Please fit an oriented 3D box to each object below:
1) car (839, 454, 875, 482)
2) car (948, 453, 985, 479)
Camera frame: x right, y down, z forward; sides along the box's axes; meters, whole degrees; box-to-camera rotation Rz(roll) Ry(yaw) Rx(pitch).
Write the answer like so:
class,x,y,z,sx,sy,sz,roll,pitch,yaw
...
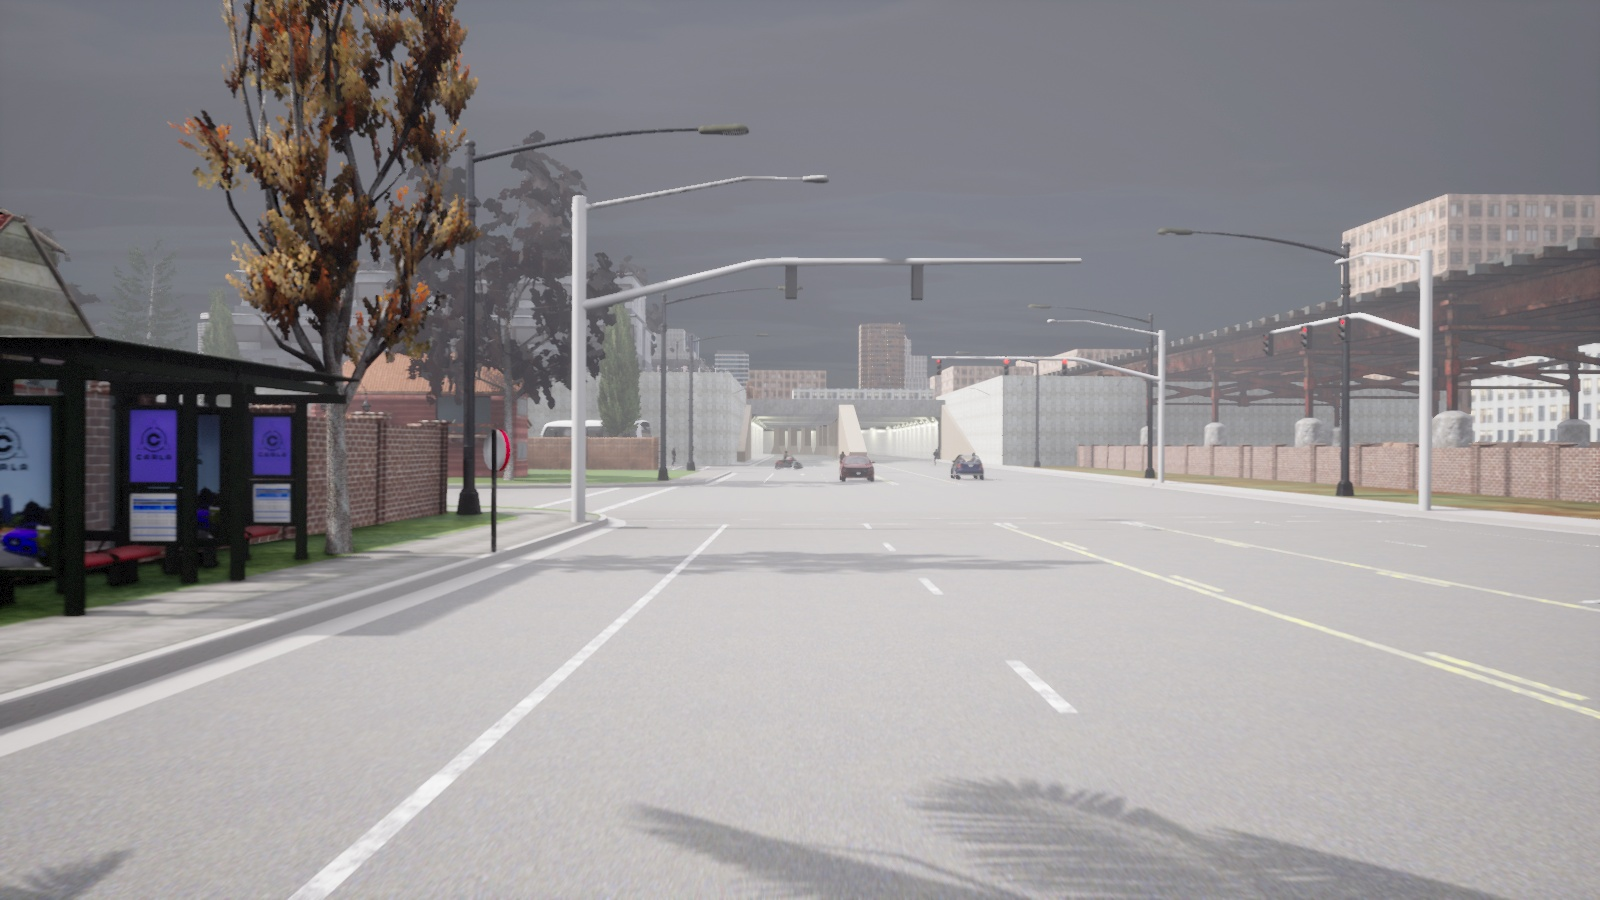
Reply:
class,x,y,z,sx,sy,sz,roll,pitch,yaw
car,3.306,1.002,73.521,1.882,1.535,5.008,0,0,0
car,10.297,0.959,77.693,1.789,1.549,3.705,0,0,0
